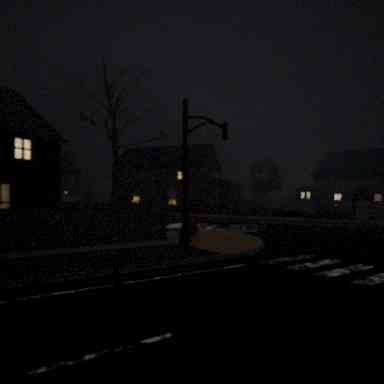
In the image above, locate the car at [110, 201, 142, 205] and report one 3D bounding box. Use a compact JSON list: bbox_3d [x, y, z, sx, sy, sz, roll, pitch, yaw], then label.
[{"bbox_3d":[-4.319,1.439,23.253,4.892,1.490,1.837,1,0,23],"label":"car"}]
